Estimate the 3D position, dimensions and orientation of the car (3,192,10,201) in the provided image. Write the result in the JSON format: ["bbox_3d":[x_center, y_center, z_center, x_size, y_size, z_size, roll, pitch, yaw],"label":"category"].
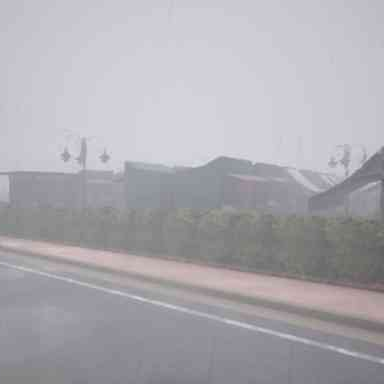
[{"bbox_3d":[-15.913,0.684,32.748,1.905,1.878,3.866,1,1,33],"label":"car"}]
